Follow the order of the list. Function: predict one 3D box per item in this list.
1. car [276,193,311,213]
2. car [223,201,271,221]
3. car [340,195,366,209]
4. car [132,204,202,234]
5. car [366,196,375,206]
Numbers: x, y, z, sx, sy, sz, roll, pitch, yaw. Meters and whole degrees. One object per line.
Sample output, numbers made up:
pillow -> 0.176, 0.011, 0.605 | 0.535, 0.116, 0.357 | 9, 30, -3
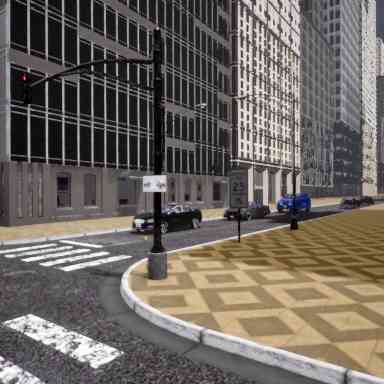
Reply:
car -> 11.014, 1.117, 35.646 | 2.150, 2.045, 5.566 | 0, 0, 37
car -> 4.601, 1.476, 27.093 | 2.033, 1.411, 5.357 | 0, 0, 37
car -> 20.741, 1.336, 43.324 | 2.128, 1.511, 4.902 | 0, 0, 37
car -> -1.316, 1.451, 19.189 | 2.128, 1.511, 4.902 | 0, 0, 37
car -> 27.068, 1.316, 51.783 | 1.837, 1.490, 4.892 | 0, 0, 37
